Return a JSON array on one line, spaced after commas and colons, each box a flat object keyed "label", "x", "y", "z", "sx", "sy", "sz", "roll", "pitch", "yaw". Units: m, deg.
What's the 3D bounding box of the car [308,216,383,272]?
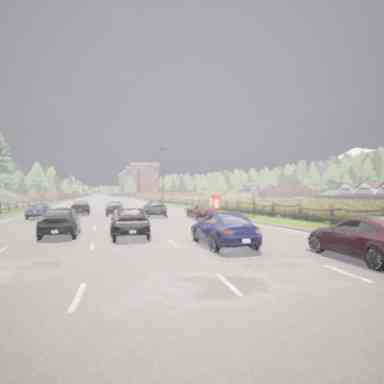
[{"label": "car", "x": 5.688, "y": 1.511, "z": 10.781, "sx": 1.812, "sy": 1.442, "sz": 4.674, "roll": 0, "pitch": 0, "yaw": -13}]

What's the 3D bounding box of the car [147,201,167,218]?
[{"label": "car", "x": -3.618, "y": 1.626, "z": 31.996, "sx": 2.128, "sy": 1.511, "sz": 4.902, "roll": 0, "pitch": 0, "yaw": -15}]

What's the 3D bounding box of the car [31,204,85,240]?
[{"label": "car", "x": -7.048, "y": 1.624, "z": 17.925, "sx": 1.837, "sy": 1.490, "sz": 4.892, "roll": 0, "pitch": 0, "yaw": -15}]

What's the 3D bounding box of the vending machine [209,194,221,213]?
[{"label": "vending machine", "x": 2.618, "y": 1.293, "z": 37.465, "sx": 1.100, "sy": 2.100, "sz": 0.880, "roll": 0, "pitch": 0, "yaw": -15}]

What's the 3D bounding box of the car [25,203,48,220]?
[{"label": "car", "x": -14.330, "y": 1.772, "z": 31.352, "sx": 2.033, "sy": 1.411, "sz": 5.357, "roll": 0, "pitch": 0, "yaw": -15}]

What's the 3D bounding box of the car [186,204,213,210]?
[{"label": "car", "x": 0.827, "y": 1.687, "z": 29.053, "sx": 1.895, "sy": 1.301, "sz": 4.718, "roll": 0, "pitch": 0, "yaw": -15}]

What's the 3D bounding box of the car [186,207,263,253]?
[{"label": "car", "x": 1.324, "y": 1.559, "z": 13.850, "sx": 1.812, "sy": 1.442, "sz": 4.674, "roll": 0, "pitch": 0, "yaw": -15}]

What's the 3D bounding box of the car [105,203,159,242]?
[{"label": "car", "x": -3.240, "y": 1.575, "z": 17.151, "sx": 2.128, "sy": 1.511, "sz": 4.902, "roll": 0, "pitch": 0, "yaw": -14}]

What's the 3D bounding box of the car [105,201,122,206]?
[{"label": "car", "x": -7.994, "y": 1.706, "z": 34.693, "sx": 1.812, "sy": 1.442, "sz": 4.674, "roll": 0, "pitch": 0, "yaw": -15}]

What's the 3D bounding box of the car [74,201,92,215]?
[{"label": "car", "x": -12.162, "y": 1.700, "z": 36.643, "sx": 1.882, "sy": 1.535, "sz": 5.008, "roll": 0, "pitch": 0, "yaw": -15}]
